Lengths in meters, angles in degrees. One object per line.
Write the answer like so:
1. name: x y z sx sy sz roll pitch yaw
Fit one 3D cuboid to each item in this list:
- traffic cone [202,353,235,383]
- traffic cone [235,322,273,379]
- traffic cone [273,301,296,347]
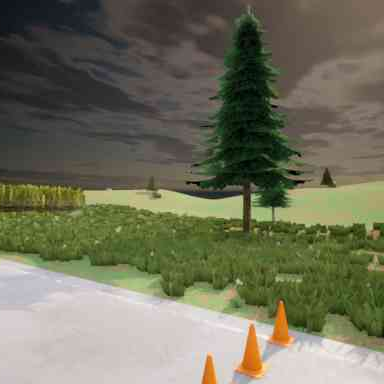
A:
1. traffic cone: 0.179 1.955 3.406 0.340 0.580 0.340 0 0 36
2. traffic cone: 0.764 1.955 4.218 0.340 0.580 0.340 0 0 36
3. traffic cone: 1.348 1.955 5.029 0.340 0.580 0.340 0 0 36
